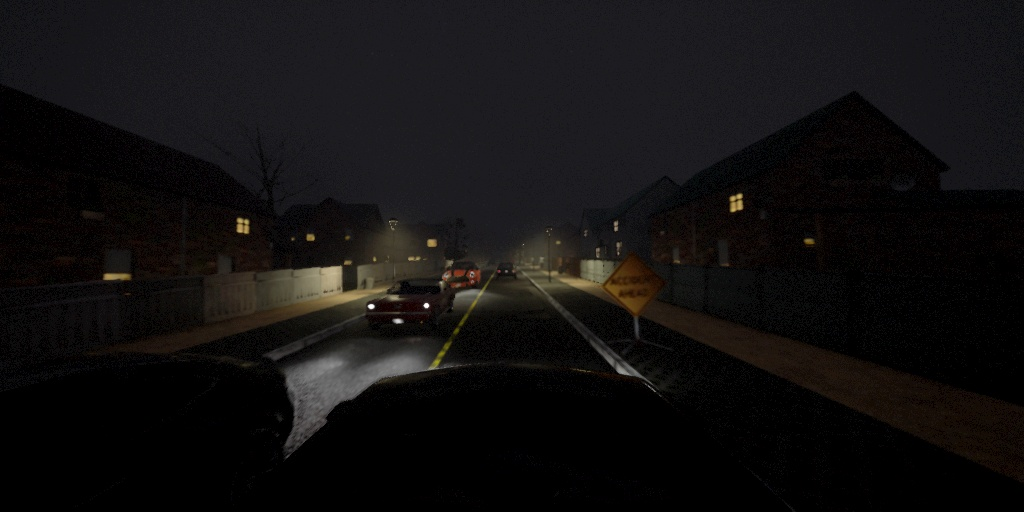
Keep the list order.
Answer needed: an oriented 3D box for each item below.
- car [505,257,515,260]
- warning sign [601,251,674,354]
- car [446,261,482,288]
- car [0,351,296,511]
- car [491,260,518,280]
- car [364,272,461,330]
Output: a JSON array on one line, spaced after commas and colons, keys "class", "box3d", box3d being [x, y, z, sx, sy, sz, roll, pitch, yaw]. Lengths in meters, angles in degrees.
[{"class": "car", "box3d": [-0.769, 1.254, 46.335, 2.128, 1.511, 4.902, -1, 0, -1]}, {"class": "warning sign", "box3d": [2.454, 0.834, 6.985, 1.300, 1.860, 1.060, 0, 0, -1]}, {"class": "car", "box3d": [-3.227, 1.145, 23.840, 2.097, 1.767, 4.553, -1, 0, 0]}, {"class": "car", "box3d": [-2.818, 1.314, 1.422, 1.812, 1.442, 4.674, -1, 0, -1]}, {"class": "car", "box3d": [-0.489, 1.305, 31.828, 2.033, 1.411, 5.357, -1, 0, -1]}, {"class": "car", "box3d": [-3.006, 1.392, 11.542, 1.895, 1.301, 4.718, -1, 0, -1]}]
